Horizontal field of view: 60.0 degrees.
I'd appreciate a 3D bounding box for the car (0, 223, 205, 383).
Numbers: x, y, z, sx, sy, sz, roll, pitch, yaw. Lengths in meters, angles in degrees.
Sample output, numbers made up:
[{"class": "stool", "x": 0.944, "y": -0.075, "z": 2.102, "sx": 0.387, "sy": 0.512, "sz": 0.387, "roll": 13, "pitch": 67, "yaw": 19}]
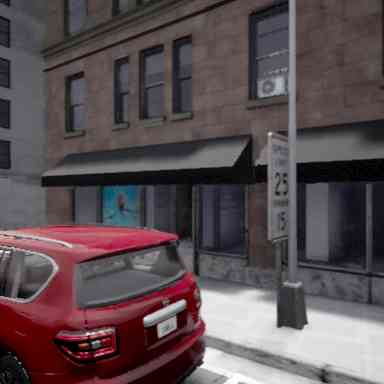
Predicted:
[{"class": "car", "x": -2.175, "y": 1.373, "z": 4.499, "sx": 5.009, "sy": 1.841, "sz": 2.192, "roll": -1, "pitch": 0, "yaw": 36}]
